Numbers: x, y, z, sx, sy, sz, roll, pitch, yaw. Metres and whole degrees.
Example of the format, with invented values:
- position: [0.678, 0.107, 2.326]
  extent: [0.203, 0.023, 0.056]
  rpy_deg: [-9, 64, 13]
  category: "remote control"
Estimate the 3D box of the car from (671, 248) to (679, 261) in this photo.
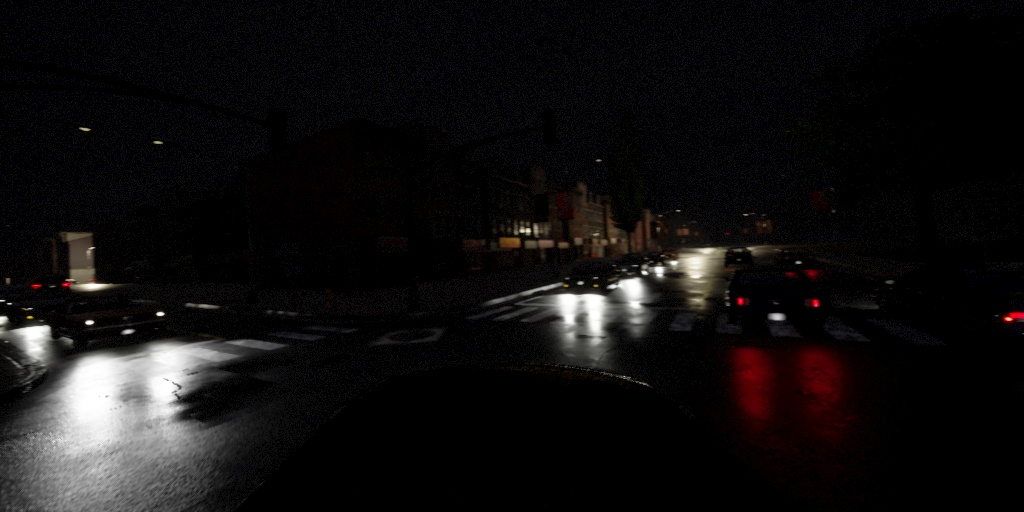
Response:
- position: [19.018, -0.241, 43.460]
  extent: [1.882, 1.535, 5.008]
  rpy_deg: [-3, 1, 31]
  category: "car"

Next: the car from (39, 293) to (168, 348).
- position: [-13.126, 1.971, 11.580]
  extent: [4.718, 1.301, 1.895]
  rpy_deg: [-2, 0, 30]
  category: "car"

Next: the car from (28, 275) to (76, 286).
- position: [-40.713, 2.745, 31.312]
  extent: [5.566, 2.045, 2.150]
  rpy_deg: [-3, 0, 30]
  category: "car"

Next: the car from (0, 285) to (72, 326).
- position: [-21.014, 2.245, 16.235]
  extent: [4.181, 1.385, 1.994]
  rpy_deg: [-2, 0, 30]
  category: "car"

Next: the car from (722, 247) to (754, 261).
- position: [17.822, 0.017, 28.327]
  extent: [1.882, 1.535, 5.008]
  rpy_deg: [-3, 1, 31]
  category: "car"

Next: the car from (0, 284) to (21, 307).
- position: [-38.250, 2.892, 26.484]
  extent: [5.008, 1.535, 1.882]
  rpy_deg: [-3, 0, 31]
  category: "car"

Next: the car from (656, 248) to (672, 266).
- position: [13.758, 0.260, 34.568]
  extent: [1.994, 1.385, 4.181]
  rpy_deg: [-3, 1, 31]
  category: "car"

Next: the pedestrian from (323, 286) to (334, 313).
- position: [-7.109, 1.638, 14.011]
  extent: [0.500, 1.100, 0.500]
  rpy_deg: [-3, -1, 31]
  category: "pedestrian"

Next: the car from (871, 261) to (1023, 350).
- position: [8.943, 0.802, 6.856]
  extent: [2.033, 1.411, 5.357]
  rpy_deg: [-3, 0, 31]
  category: "car"

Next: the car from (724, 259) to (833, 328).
- position: [6.823, 0.953, 9.650]
  extent: [1.895, 1.301, 4.718]
  rpy_deg: [-3, 0, 31]
  category: "car"

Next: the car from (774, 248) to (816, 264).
- position: [19.848, 0.061, 25.378]
  extent: [1.895, 1.301, 4.718]
  rpy_deg: [-3, 1, 31]
  category: "car"

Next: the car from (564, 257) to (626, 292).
- position: [4.167, 0.995, 18.335]
  extent: [1.994, 1.385, 4.181]
  rpy_deg: [-3, 1, 31]
  category: "car"

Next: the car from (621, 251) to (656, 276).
- position: [8.712, 0.585, 26.052]
  extent: [2.128, 1.511, 4.902]
  rpy_deg: [-3, 1, 31]
  category: "car"

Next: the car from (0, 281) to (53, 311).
- position: [-29.292, 2.501, 21.139]
  extent: [5.008, 1.535, 1.882]
  rpy_deg: [-2, 0, 30]
  category: "car"
